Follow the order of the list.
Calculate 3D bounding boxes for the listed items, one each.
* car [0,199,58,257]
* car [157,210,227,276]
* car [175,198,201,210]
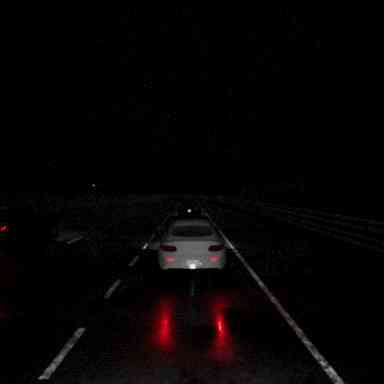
[{"bbox_3d":[-7.048,1.349,13.100,2.097,1.767,4.553,0,0,-1],"label":"car"},{"bbox_3d":[-0.012,1.493,10.156,1.812,1.442,4.674,0,0,-1],"label":"car"},{"bbox_3d":[-0.230,1.463,28.754,1.994,1.385,4.181,0,0,-1],"label":"car"}]
